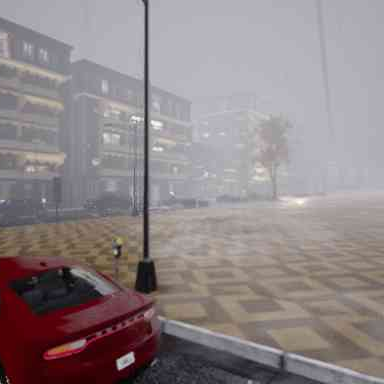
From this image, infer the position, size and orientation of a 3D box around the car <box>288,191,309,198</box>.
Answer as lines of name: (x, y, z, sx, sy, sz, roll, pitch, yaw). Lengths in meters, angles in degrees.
car: (22.849, 0.580, 71.050, 2.008, 1.369, 4.403, 1, 2, 35)

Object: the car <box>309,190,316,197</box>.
car: (26.021, 0.495, 75.625, 2.008, 1.369, 4.403, 1, 2, 35)

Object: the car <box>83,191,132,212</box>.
car: (-8.864, 0.970, 35.470, 2.150, 2.045, 5.566, 0, 1, 35)

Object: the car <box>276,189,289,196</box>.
car: (22.307, 0.155, 84.972, 2.192, 1.841, 5.009, 1, 2, 35)

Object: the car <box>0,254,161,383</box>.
car: (-2.482, 1.571, 4.639, 4.507, 1.381, 1.887, 0, 0, 36)

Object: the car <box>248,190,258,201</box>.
car: (11.391, 0.776, 59.260, 1.837, 1.490, 4.892, 0, 1, 35)

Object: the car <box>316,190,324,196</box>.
car: (32.366, 0.214, 84.778, 1.967, 1.590, 4.097, 1, 2, 35)

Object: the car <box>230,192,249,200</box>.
car: (9.520, 0.708, 66.529, 1.752, 1.417, 4.829, 1, 2, 35)

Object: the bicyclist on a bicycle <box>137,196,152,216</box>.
bicyclist on a bicycle: (-3.931, 1.129, 27.255, 1.656, 1.620, 0.582, 0, 1, 35)

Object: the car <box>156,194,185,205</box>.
car: (-3.072, 1.090, 48.361, 1.947, 1.339, 4.313, 1, 2, 35)

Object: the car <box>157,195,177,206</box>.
car: (-2.689, 1.104, 44.367, 1.812, 1.442, 4.674, 0, 1, 35)

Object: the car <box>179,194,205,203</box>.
car: (0.100, 0.989, 52.938, 2.008, 1.369, 4.403, 1, 2, 35)

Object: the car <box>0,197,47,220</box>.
car: (-14.507, 1.255, 27.321, 2.097, 1.767, 4.553, 0, 1, 37)

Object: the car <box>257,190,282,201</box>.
car: (13.429, 0.808, 57.457, 1.752, 1.417, 4.829, 1, 2, 35)

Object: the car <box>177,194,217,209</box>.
car: (0.642, 1.181, 39.009, 2.008, 1.369, 4.403, 1, 2, 35)

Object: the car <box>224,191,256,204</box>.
car: (6.987, 1.008, 48.164, 2.008, 1.369, 4.403, 1, 2, 35)

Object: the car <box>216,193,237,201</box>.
car: (6.445, 0.832, 62.093, 1.947, 1.339, 4.313, 1, 2, 35)

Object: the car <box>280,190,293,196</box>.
car: (25.478, 0.300, 89.554, 1.887, 1.381, 4.507, 1, 2, 35)

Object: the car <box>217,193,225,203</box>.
car: (5.518, 0.910, 50.699, 1.882, 1.535, 5.008, 0, 1, 35)

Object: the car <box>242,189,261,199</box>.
car: (12.791, 0.410, 71.241, 2.192, 1.841, 5.009, 1, 2, 35)
